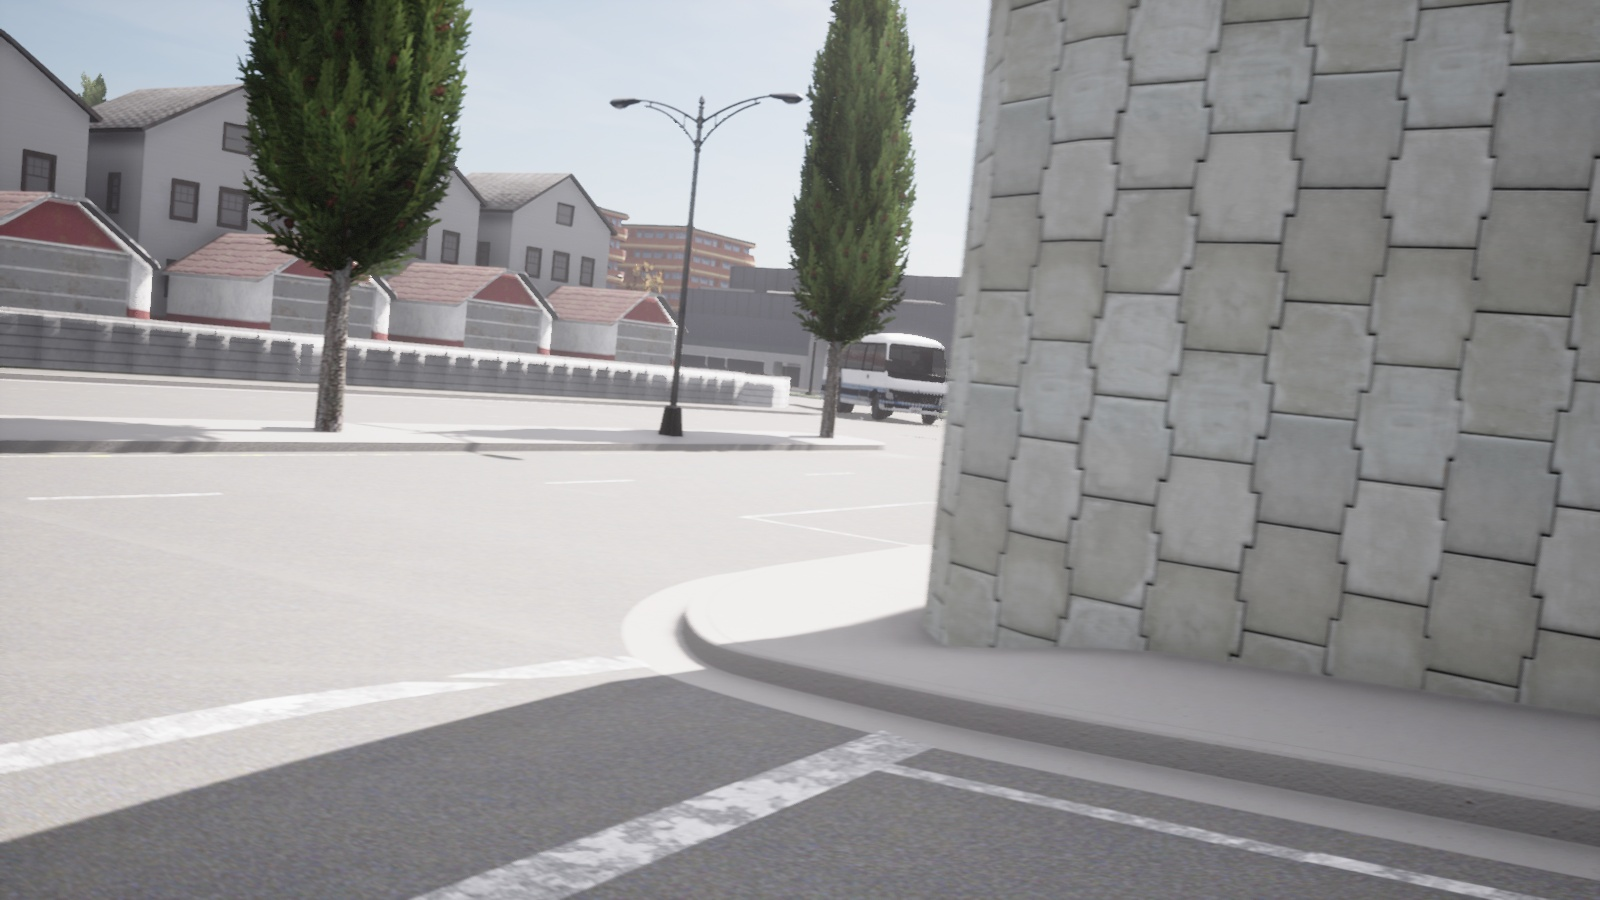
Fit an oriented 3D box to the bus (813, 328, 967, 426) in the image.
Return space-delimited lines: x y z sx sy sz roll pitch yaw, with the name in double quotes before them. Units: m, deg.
"bus" 4.282 -3.827 63.404 3.944 4.253 10.273 4 4 -17
